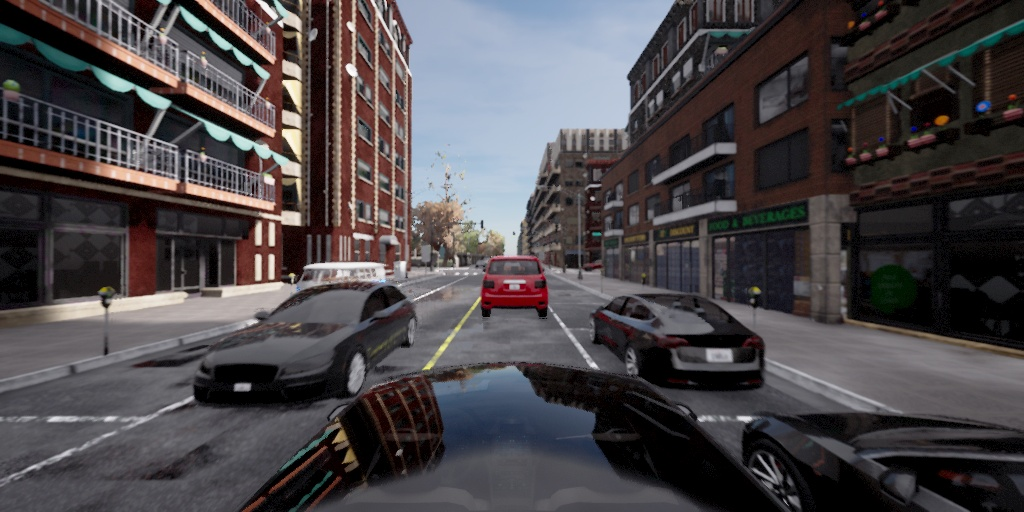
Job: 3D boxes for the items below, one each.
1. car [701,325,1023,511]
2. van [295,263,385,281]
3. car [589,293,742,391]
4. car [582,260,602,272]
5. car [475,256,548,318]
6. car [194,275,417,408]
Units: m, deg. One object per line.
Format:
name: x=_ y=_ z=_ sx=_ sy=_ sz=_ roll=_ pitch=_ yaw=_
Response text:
car: x=2.697 y=1.314 z=1.065 sx=1.948 sy=1.339 sz=4.313 roll=0 pitch=0 yaw=0
van: x=-5.714 y=1.122 z=12.366 sx=1.690 sy=1.789 sz=3.998 roll=0 pitch=0 yaw=0
car: x=2.682 y=1.330 z=6.727 sx=1.948 sy=1.339 sz=4.313 roll=0 pitch=0 yaw=0
car: x=13.313 y=1.537 z=55.122 sx=5.009 sy=1.841 sz=2.192 roll=0 pitch=0 yaw=-1
car: x=0.071 y=1.007 z=13.268 sx=2.150 sy=2.045 sz=5.566 roll=0 pitch=0 yaw=0
car: x=-3.109 y=1.269 z=6.558 sx=1.837 sy=1.490 sz=4.892 roll=0 pitch=0 yaw=0
